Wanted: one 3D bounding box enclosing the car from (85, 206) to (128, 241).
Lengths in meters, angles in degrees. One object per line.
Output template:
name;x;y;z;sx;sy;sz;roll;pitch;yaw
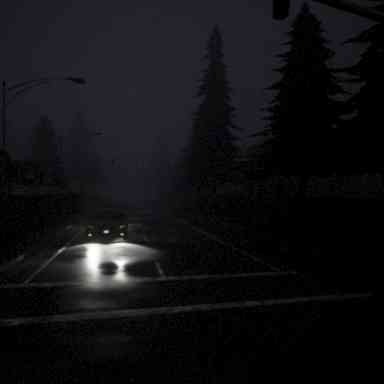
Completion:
car;-4.346;1.650;17.256;1.994;1.385;4.181;0;0;-12

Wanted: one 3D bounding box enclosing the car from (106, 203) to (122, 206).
car;-6.423;1.645;27.422;2.033;1.411;5.357;0;0;-11
